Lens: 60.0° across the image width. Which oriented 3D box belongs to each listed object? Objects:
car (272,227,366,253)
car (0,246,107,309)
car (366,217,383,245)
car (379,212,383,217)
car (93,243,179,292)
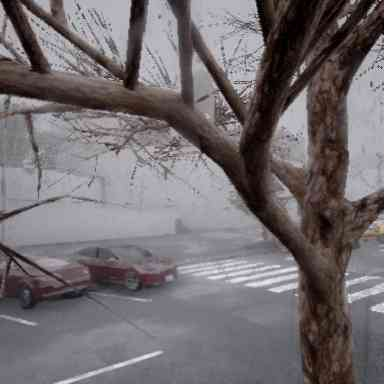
[{"bbox_3d":[7.067,2.748,19.362,4.792,1.488,2.163,-6,-6,34],"label":"car"},{"bbox_3d":[-5.186,2.667,10.667,4.674,1.452,2.002,-6,-6,34],"label":"car"},{"bbox_3d":[11.778,2.770,22.959,5.366,1.575,1.946,-6,-6,34],"label":"car"},{"bbox_3d":[16.841,2.529,26.352,5.566,2.045,2.435,-6,-6,34],"label":"car"},{"bbox_3d":[-2.715,2.673,12.401,4.792,1.488,2.163,-6,-6,34],"label":"car"}]
